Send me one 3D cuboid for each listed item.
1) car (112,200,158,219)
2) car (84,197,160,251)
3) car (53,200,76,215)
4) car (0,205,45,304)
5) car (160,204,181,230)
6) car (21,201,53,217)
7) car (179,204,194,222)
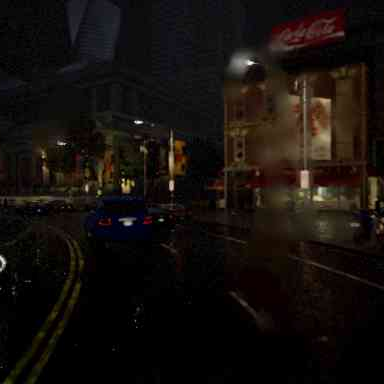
[{"bbox_3d":[-5.266,1.521,30.302,2.002,1.452,4.674,0,0,-40],"label":"car"},{"bbox_3d":[-3.344,1.227,14.485,2.150,2.045,5.566,0,0,-23],"label":"car"},{"bbox_3d":[-14.327,1.600,35.231,5.357,1.411,2.033,0,0,41],"label":"car"},{"bbox_3d":[-5.010,1.374,7.871,2.097,1.767,4.553,-1,0,-17],"label":"car"},{"bbox_3d":[-2.674,1.560,20.662,1.994,1.385,4.181,0,0,-28],"label":"car"},{"bbox_3d":[-15.113,1.626,31.109,4.181,1.385,1.994,0,0,44],"label":"car"},{"bbox_3d":[-1.791,1.579,25.746,1.895,1.301,4.718,0,0,-30],"label":"car"}]
